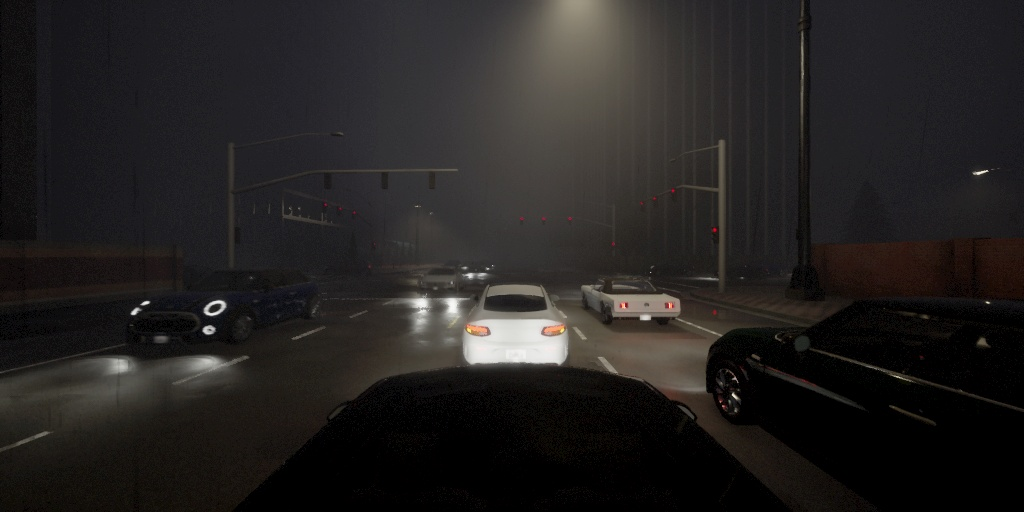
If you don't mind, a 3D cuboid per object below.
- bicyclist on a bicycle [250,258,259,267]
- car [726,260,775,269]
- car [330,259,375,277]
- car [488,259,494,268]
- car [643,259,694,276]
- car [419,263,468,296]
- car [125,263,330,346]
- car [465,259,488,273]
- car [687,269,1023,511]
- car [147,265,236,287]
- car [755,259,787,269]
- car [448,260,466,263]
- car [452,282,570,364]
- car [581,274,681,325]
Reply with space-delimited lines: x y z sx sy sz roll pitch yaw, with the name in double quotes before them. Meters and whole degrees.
"bicyclist on a bicycle" -28.409 1.051 39.501 0.582 1.620 1.656 0 0 -1
"car" 20.189 1.314 31.681 4.181 1.385 1.994 0 0 -1
"car" -15.872 1.102 34.975 4.553 1.767 2.097 0 0 -10
"car" -4.552 1.314 59.728 1.994 1.385 4.181 0 0 -1
"car" 15.338 1.102 35.136 4.553 1.767 2.097 0 0 0
"car" -3.712 1.276 19.497 1.812 1.442 4.674 0 0 -1
"car" -7.118 1.102 9.504 2.097 1.767 4.553 0 0 0
"car" -4.312 1.351 44.507 1.895 1.301 4.718 0 0 -1
"car" 3.599 1.102 2.881 2.097 1.767 4.553 0 0 0
"car" -21.418 1.314 24.081 4.181 1.385 1.994 0 0 0
"car" 24.230 1.102 35.218 4.553 1.767 2.097 0 0 0
"car" -7.882 1.242 48.238 2.128 1.511 4.902 0 0 -1
"car" 0.059 1.276 7.566 1.812 1.442 4.674 0 0 0
"car" 3.563 1.351 11.783 1.895 1.301 4.718 0 0 0
